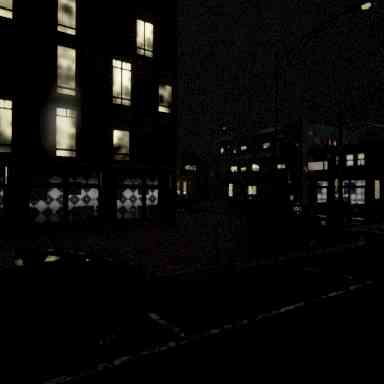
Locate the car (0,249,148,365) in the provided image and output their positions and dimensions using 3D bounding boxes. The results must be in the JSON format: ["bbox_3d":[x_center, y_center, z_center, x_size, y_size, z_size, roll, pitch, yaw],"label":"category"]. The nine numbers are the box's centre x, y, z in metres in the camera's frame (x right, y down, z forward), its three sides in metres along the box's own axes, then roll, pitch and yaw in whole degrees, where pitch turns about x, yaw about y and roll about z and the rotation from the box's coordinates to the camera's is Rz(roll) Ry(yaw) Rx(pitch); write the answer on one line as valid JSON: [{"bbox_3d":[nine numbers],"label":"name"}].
[{"bbox_3d":[-2.695,1.566,4.633,4.313,1.339,1.947,0,0,-36],"label":"car"}]

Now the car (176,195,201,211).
[{"bbox_3d":[-0.783,1.230,33.732,1.802,1.307,4.206,1,0,-36],"label":"car"}]

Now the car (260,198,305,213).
[{"bbox_3d":[9.254,1.340,34.236,1.802,1.307,4.206,1,0,-36],"label":"car"}]

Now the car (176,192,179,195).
[{"bbox_3d":[-0.614,1.101,47.633,2.008,1.369,4.403,1,0,-36],"label":"car"}]

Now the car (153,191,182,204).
[{"bbox_3d":[-3.898,0.793,52.097,2.192,1.841,5.009,1,0,-36],"label":"car"}]

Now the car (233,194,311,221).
[{"bbox_3d":[5.802,1.101,24.801,2.192,1.841,5.009,1,0,-36],"label":"car"}]

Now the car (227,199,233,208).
[{"bbox_3d":[5.966,1.130,38.703,1.967,1.590,4.097,1,0,-36],"label":"car"}]

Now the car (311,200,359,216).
[{"bbox_3d":[12.543,1.371,29.771,1.887,1.381,4.507,1,0,-36],"label":"car"}]
